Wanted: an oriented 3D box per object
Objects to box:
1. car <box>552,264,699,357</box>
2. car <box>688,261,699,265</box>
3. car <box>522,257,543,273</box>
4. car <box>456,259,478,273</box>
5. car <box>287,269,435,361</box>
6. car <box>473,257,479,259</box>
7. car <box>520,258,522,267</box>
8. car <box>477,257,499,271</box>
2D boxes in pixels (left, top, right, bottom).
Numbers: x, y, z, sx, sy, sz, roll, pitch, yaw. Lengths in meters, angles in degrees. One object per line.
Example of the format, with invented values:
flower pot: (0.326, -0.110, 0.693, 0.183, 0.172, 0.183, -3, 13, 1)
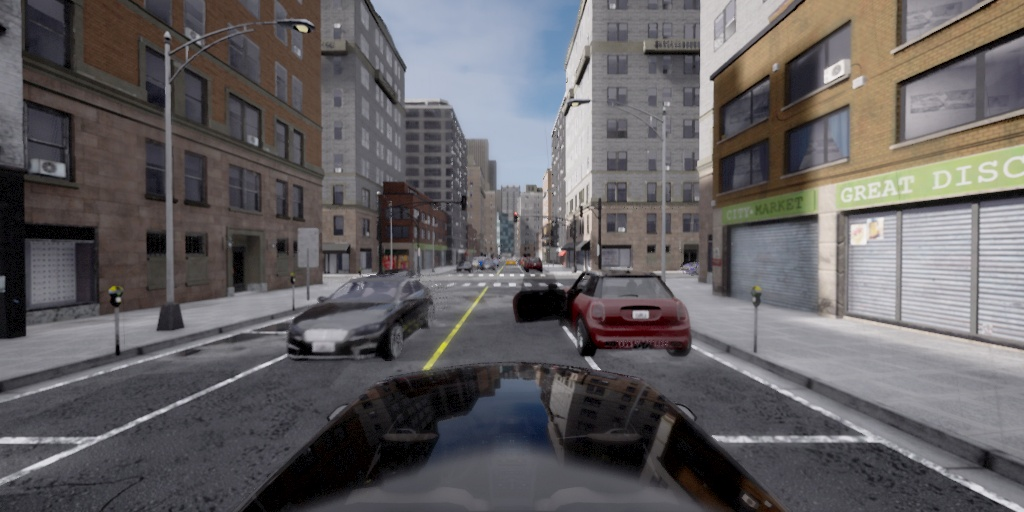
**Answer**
car: (2.369, 1.100, 8.732, 2.097, 1.767, 4.553, 0, 0, 0)
car: (18.159, 0.899, 33.025, 4.553, 1.767, 2.097, -1, 1, 0)
car: (2.729, 1.084, 44.702, 2.192, 1.841, 5.009, 0, 0, 0)
car: (-5.797, 1.336, 44.677, 1.948, 1.339, 4.313, 0, 0, 0)
car: (-3.111, 1.239, 8.374, 2.128, 1.511, 4.902, 0, 0, 0)
car: (-5.830, 1.303, 55.679, 1.751, 1.417, 4.829, 0, 0, 0)
car: (2.714, 1.089, 50.288, 2.192, 1.841, 5.009, 0, 0, 0)
car: (-3.232, 1.264, 48.647, 2.128, 1.511, 4.902, 0, 0, 0)
